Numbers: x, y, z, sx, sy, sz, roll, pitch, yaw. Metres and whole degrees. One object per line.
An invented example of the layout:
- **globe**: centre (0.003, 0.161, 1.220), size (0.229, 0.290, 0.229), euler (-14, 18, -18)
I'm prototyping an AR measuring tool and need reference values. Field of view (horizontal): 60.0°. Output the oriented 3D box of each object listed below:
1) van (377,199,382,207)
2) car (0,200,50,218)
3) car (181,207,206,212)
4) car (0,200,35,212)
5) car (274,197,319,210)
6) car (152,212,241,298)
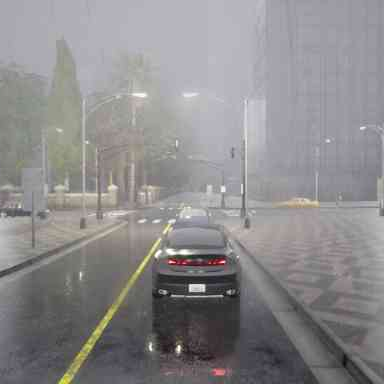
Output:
- **van**: centre (23.302, 0.987, 37.822), size (3.998, 1.788, 1.690), euler (-1, 1, 0)
- **car**: centre (-14.960, 1.593, 29.492), size (4.403, 1.369, 2.008), euler (0, 1, 0)
- **car**: centre (0.075, 1.528, 18.206), size (2.033, 1.411, 5.357), euler (0, 0, 1)
- **car**: centre (-20.453, 1.588, 38.046), size (4.206, 1.307, 1.802), euler (0, 1, 0)
- **car**: centre (11.893, 1.293, 37.883), size (4.829, 1.417, 1.752), euler (-1, 1, 0)
- **car**: centre (0.093, 1.500, 8.475), size (1.837, 1.490, 4.892), euler (0, 0, 0)
